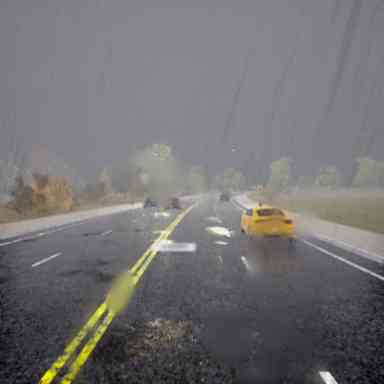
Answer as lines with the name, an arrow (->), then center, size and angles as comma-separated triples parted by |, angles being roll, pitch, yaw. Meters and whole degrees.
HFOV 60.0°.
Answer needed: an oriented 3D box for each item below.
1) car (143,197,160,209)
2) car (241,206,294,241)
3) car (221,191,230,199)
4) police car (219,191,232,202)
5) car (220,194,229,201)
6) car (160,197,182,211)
car -> -5.176, 1.393, 43.569 | 1.837, 1.490, 4.892 | 0, 0, 4
car -> 3.579, 1.449, 16.527 | 1.882, 1.535, 5.008 | 0, 0, 1
car -> 8.901, 0.877, 88.331 | 2.150, 2.045, 5.566 | 0, 0, 7
police car -> 6.483, 1.208, 66.696 | 1.930, 1.638, 5.238 | 0, 0, 5
car -> 7.601, 1.286, 77.454 | 1.994, 1.385, 4.181 | 0, 0, 6
car -> -2.186, 1.406, 39.354 | 1.837, 1.490, 4.892 | 0, 0, 3
